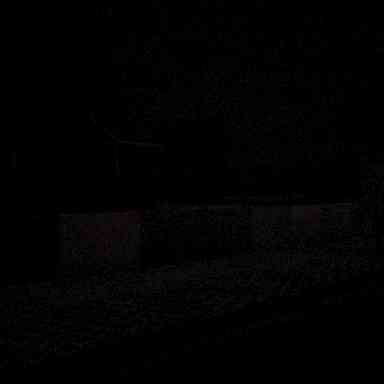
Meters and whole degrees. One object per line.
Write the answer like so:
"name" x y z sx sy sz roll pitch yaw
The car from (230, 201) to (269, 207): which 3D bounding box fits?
"car" 5.962 1.621 32.794 4.902 1.511 2.128 0 3 40
